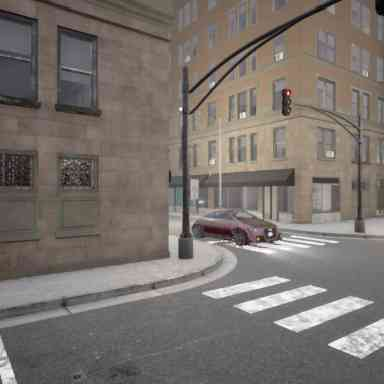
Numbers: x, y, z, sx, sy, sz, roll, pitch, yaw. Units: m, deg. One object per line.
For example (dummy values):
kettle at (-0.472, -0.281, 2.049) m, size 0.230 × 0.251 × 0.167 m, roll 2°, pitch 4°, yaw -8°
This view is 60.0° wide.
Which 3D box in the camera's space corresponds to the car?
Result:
car at (1.895, 1.503, 14.904) m, size 1.994 × 1.385 × 4.181 m, roll 0°, pitch 0°, yaw -39°
